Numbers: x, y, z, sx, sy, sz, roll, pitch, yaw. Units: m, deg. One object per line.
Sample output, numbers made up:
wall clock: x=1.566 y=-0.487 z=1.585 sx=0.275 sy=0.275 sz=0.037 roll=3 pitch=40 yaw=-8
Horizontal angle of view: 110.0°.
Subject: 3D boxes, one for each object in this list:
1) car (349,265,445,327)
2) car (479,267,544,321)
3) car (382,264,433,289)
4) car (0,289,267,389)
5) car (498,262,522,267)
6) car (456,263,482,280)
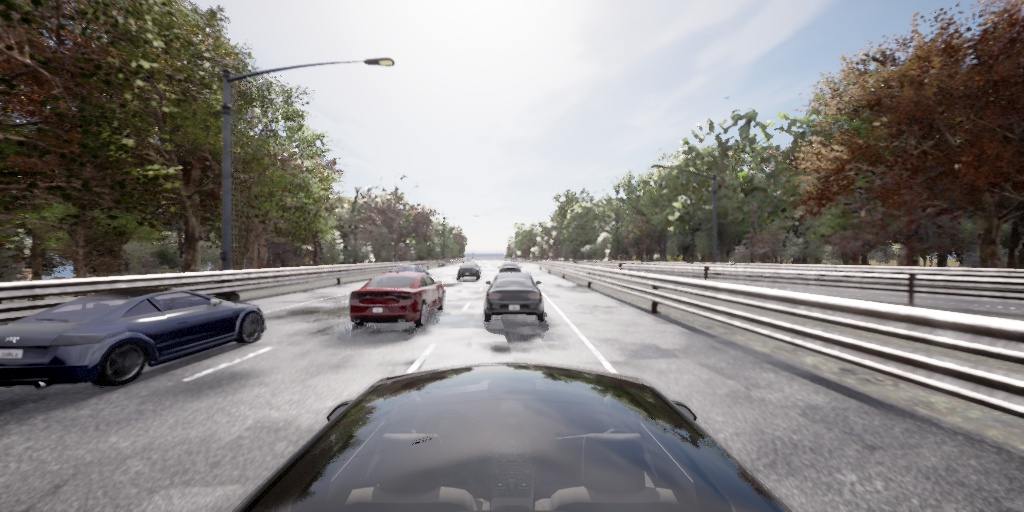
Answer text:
car: x=-3.441 y=1.234 z=11.623 sx=1.882 sy=1.535 sz=5.008 roll=0 pitch=0 yaw=0
car: x=0.055 y=1.281 z=12.323 sx=1.812 sy=1.442 sz=4.674 roll=0 pitch=0 yaw=0
car: x=-7.085 y=1.316 z=24.959 sx=2.033 sy=1.411 sz=5.357 roll=0 pitch=0 yaw=-1
car: x=-6.919 y=1.318 z=6.949 sx=1.994 sy=1.385 sz=4.181 roll=0 pitch=0 yaw=0
car: x=-0.182 y=1.277 z=30.565 sx=1.837 sy=1.490 sz=4.892 roll=0 pitch=0 yaw=-1
car: x=-3.702 y=1.300 z=31.600 sx=1.812 sy=1.442 sz=4.674 roll=0 pitch=0 yaw=-1
